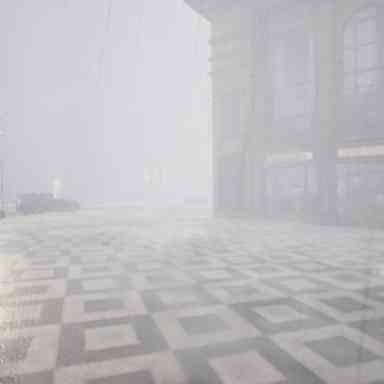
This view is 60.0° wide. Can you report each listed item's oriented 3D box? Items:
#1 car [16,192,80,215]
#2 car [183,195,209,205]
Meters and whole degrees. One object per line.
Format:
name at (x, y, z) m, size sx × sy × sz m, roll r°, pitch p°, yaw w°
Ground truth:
car at (-13.042, 1.052, 30.370) m, size 2.150 × 2.045 × 5.566 m, roll -1°, pitch 0°, yaw 37°
car at (0.608, 1.191, 49.495) m, size 1.837 × 1.490 × 4.892 m, roll -1°, pitch 0°, yaw 36°
